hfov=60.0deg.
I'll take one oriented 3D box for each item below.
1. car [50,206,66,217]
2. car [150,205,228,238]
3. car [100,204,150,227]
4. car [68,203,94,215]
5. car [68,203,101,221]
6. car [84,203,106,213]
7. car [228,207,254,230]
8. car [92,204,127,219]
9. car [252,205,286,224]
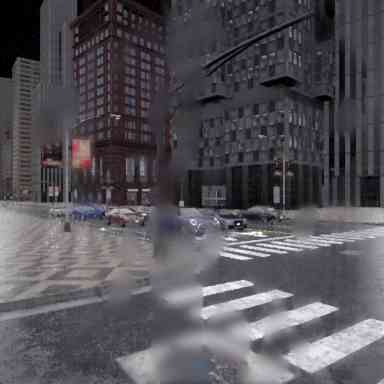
[{"bbox_3d":[-16.656,2.417,42.448,1.895,1.301,4.718,0,-1,-35],"label":"car"},{"bbox_3d":[-0.340,1.636,19.625,2.097,1.767,4.553,0,-1,-35],"label":"car"},{"bbox_3d":[-5.491,1.976,26.839,1.812,1.442,4.674,0,-1,-36],"label":"car"},{"bbox_3d":[-15.548,2.353,46.507,2.128,1.511,4.902,0,-1,-35],"label":"car"},{"bbox_3d":[-10.886,2.103,34.357,1.882,1.535,5.008,0,-1,-36],"label":"car"},{"bbox_3d":[-15.203,2.460,51.848,1.812,1.442,4.674,0,-1,-36],"label":"car"},{"bbox_3d":[1.734,1.861,22.344,1.994,1.385,4.181,0,-1,-36],"label":"car"},{"bbox_3d":[-9.510,2.153,38.015,2.128,1.511,4.902,0,-1,-36],"label":"car"},{"bbox_3d":[5.753,1.857,28.234,1.812,1.442,4.674,0,-1,-36],"label":"car"}]
